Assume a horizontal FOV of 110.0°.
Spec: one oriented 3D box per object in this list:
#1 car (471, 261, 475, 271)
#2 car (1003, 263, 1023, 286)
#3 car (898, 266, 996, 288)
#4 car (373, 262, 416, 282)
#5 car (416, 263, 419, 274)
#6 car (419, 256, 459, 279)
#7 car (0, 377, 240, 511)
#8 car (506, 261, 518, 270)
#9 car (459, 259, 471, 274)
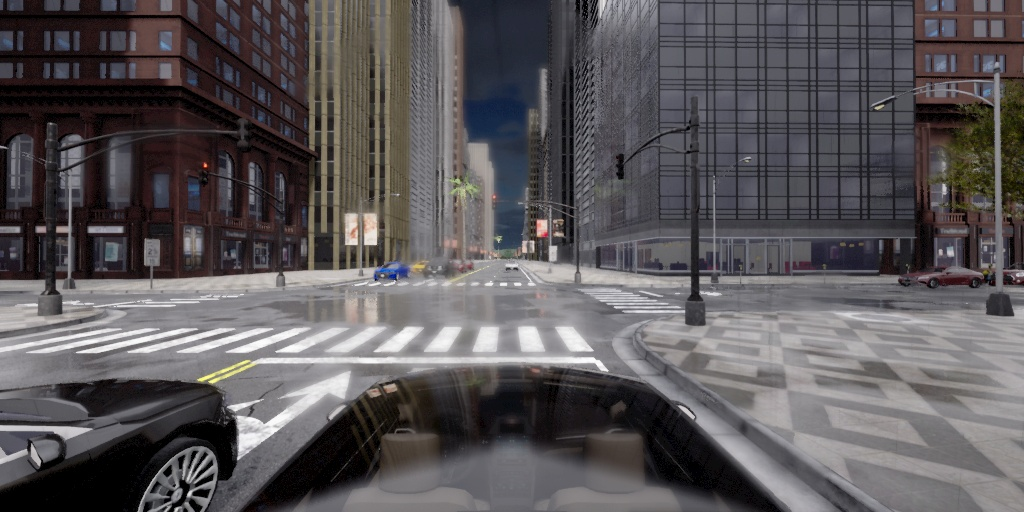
[{"bbox_3d":[-6.699,1.362,53.532,1.882,1.535,5.008,0,0,0],"label":"car"},{"bbox_3d":[32.056,1.118,22.179,4.097,1.591,1.967,0,0,-1],"label":"car"},{"bbox_3d":[26.418,1.276,22.078,4.207,1.307,1.802,0,0,-1],"label":"car"},{"bbox_3d":[-9.945,1.282,30.134,1.882,1.535,5.008,0,0,1],"label":"car"},{"bbox_3d":[-9.928,1.316,41.351,1.882,1.535,5.008,0,0,0],"label":"car"},{"bbox_3d":[-6.672,1.038,33.493,2.150,2.045,5.566,0,0,0],"label":"car"},{"bbox_3d":[-3.138,1.241,0.968,2.128,1.511,4.902,0,0,-1],"label":"car"},{"bbox_3d":[-0.023,1.493,55.230,1.895,1.301,4.718,0,0,0],"label":"car"},{"bbox_3d":[-6.676,1.198,43.584,2.097,1.767,4.553,0,0,0],"label":"car"}]
